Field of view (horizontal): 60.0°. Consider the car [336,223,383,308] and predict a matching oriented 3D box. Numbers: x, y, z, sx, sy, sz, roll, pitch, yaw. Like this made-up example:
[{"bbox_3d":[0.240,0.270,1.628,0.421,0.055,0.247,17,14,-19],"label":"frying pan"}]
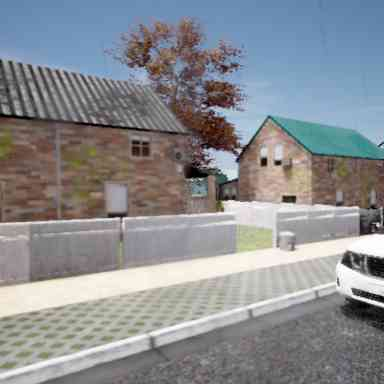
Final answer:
[{"bbox_3d":[5.335,1.248,6.855,5.566,2.045,2.150,1,0,-35],"label":"car"}]
